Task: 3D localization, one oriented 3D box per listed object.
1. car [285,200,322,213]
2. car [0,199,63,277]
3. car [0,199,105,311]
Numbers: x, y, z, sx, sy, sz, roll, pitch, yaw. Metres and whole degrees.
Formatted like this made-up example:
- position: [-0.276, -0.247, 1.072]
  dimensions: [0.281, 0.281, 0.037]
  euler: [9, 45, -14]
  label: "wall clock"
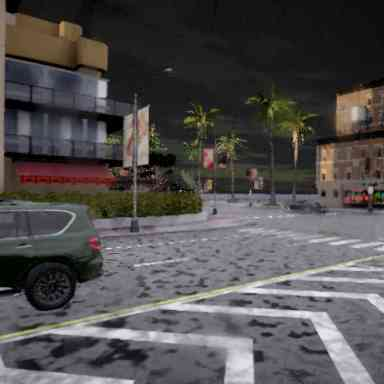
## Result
- position: [14.143, 1.809, 42.557]
  dimensions: [1.837, 1.490, 4.892]
  euler: [1, 0, -35]
  label: "car"
- position: [-6.697, 1.223, 9.004]
  dimensions: [5.566, 2.045, 2.150]
  euler: [1, -1, -35]
  label: "car"
- position: [-4.492, 1.223, 6.282]
  dimensions: [5.566, 2.045, 2.150]
  euler: [1, 0, -35]
  label: "car"
